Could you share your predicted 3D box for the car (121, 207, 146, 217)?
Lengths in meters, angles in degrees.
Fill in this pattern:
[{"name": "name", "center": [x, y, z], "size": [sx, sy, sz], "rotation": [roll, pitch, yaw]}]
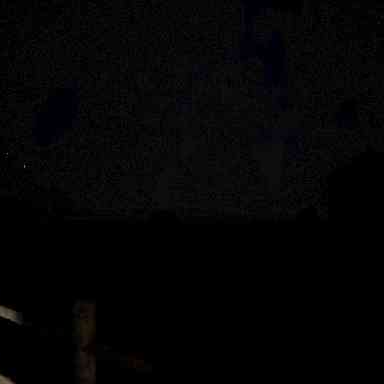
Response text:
[{"name": "car", "center": [-10.038, 3.428, 57.061], "size": [1.837, 1.490, 4.892], "rotation": [0, -3, 36]}]
